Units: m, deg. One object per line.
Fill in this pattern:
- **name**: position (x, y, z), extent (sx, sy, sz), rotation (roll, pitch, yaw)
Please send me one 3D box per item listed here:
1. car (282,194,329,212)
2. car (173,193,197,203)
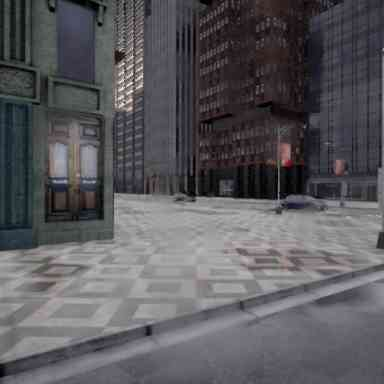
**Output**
- **car**: position (11.475, 1.067, 33.763), extent (2.097, 1.767, 4.553), rotation (0, 0, -35)
- **car**: position (-1.165, 0.942, 51.756), extent (1.837, 1.490, 4.892), rotation (0, 0, -35)
